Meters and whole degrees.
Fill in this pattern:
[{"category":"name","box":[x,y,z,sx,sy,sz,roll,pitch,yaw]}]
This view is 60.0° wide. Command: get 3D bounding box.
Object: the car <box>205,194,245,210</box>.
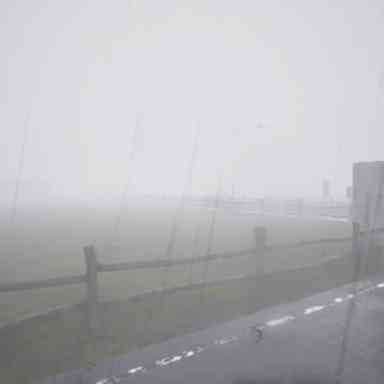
[{"category":"car","box":[3.267,0.999,34.112,1.882,1.535,5.008,1,1,-36]}]
